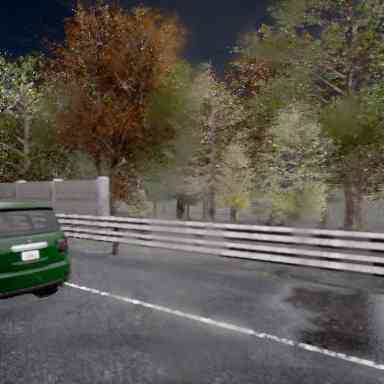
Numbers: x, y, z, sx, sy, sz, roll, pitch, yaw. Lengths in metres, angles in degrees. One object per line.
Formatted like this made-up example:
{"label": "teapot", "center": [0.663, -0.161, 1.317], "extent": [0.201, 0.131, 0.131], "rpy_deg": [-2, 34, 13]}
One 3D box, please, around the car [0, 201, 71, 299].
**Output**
{"label": "car", "center": [-5.043, 1.223, 7.452], "extent": [5.566, 2.045, 2.150], "rpy_deg": [0, 0, 36]}
